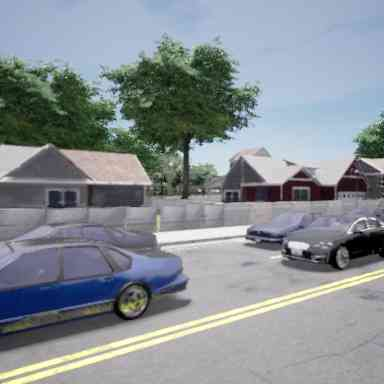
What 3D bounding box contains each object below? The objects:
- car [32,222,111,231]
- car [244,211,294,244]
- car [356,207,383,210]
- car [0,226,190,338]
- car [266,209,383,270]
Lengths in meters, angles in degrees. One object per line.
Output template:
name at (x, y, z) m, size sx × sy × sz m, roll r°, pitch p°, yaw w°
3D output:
car at (-3.450, 1.558, 9.249) m, size 5.357 × 1.411 × 2.033 m, roll 0°, pitch 0°, yaw -38°
car at (4.856, 1.596, 15.127) m, size 5.357 × 1.411 × 2.033 m, roll 0°, pitch 0°, yaw -35°
car at (9.670, 1.561, 18.437) m, size 4.181 × 1.385 × 1.994 m, roll -7°, pitch 4°, yaw -35°
car at (-2.616, 1.552, 5.809) m, size 5.357 × 1.411 × 2.033 m, roll 0°, pitch 0°, yaw -35°
car at (5.103, 1.532, 11.316) m, size 4.902 × 1.511 × 2.128 m, roll 0°, pitch 0°, yaw -36°
